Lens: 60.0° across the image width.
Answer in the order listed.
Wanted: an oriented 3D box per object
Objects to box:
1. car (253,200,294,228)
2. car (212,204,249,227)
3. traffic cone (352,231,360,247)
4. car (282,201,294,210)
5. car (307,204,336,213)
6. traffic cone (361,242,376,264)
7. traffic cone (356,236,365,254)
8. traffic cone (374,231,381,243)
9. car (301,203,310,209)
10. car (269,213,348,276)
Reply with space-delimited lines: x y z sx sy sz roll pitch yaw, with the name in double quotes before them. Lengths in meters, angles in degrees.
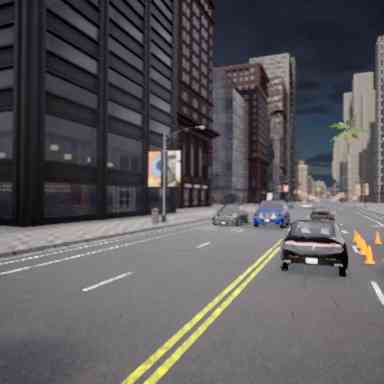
"car" 6.178 1.647 25.443 2.150 2.045 5.566 0 -1 22
"car" 3.172 1.769 26.681 2.097 1.767 4.553 0 -1 22
"traffic cone" 7.724 2.246 15.363 0.340 0.580 0.340 0 -1 22
"car" 18.804 2.608 65.020 1.882 1.535 5.008 0 -1 22
"car" 10.988 2.012 28.130 1.837 1.490 4.892 0 -1 22
"traffic cone" 6.223 2.179 11.656 0.340 0.580 0.340 0 -1 22
"traffic cone" 6.974 2.213 13.510 0.340 0.580 0.340 0 -1 22
"traffic cone" 9.402 2.283 16.841 0.340 0.580 0.340 0 -1 22
"car" 22.623 2.767 65.792 1.895 1.301 4.718 0 -1 22
"car" 4.159 1.692 11.268 2.128 1.511 4.902 0 -1 22
